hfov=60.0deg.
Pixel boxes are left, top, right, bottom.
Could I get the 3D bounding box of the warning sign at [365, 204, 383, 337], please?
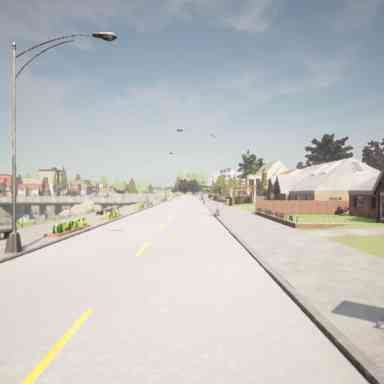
[{"bbox_3d":[3.350,1.112,4.651,1.300,1.860,1.060,0,0,0],"label":"warning sign"}]
